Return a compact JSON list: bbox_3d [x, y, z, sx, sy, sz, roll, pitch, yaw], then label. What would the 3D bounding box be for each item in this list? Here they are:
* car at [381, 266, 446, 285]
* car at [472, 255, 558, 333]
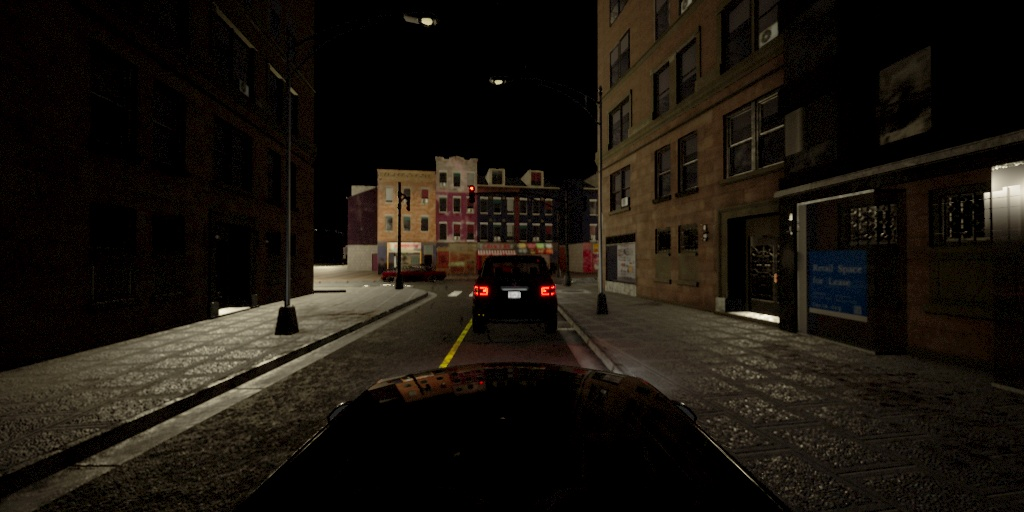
[{"bbox_3d":[-7.357,1.422,27.043,4.718,1.301,1.895,0,0,-10],"label":"car"},{"bbox_3d":[0.099,0.990,10.906,2.150,2.045,5.566,0,0,1],"label":"car"}]
